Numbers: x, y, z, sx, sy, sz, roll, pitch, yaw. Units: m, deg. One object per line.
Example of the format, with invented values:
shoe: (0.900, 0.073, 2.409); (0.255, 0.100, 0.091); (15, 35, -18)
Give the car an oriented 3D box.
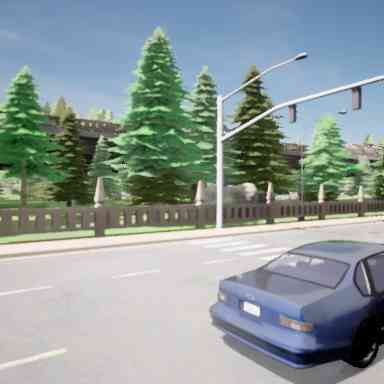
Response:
car: (2.829, 1.570, 5.757); (5.357, 1.411, 2.033); (0, 0, -35)
